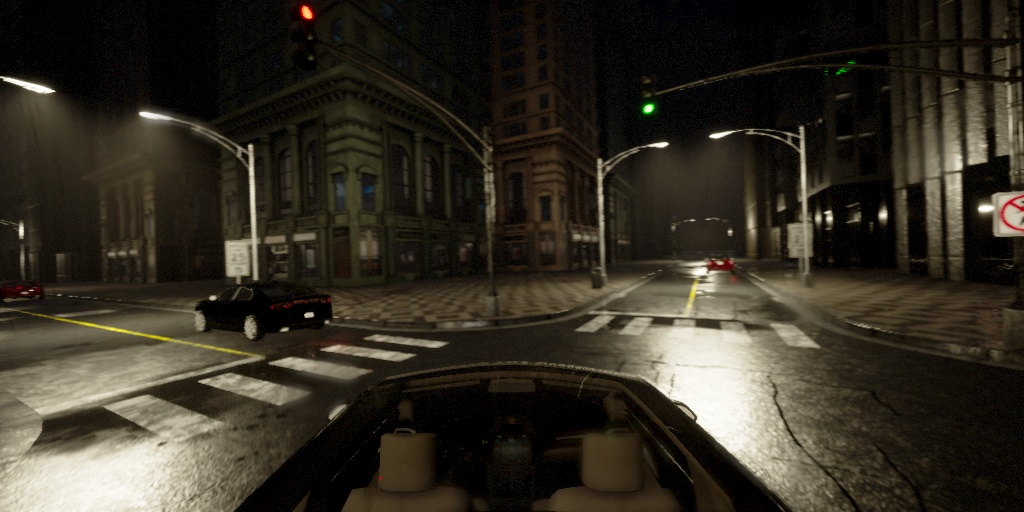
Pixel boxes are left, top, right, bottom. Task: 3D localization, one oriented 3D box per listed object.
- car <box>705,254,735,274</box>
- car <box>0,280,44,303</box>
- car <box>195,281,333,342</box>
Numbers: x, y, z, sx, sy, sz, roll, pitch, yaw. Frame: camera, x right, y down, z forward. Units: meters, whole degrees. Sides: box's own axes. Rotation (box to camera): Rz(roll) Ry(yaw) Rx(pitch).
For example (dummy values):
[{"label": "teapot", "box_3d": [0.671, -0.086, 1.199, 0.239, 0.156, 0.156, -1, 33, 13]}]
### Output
[{"label": "car", "box_3d": [17.918, 0.597, 31.016, 2.097, 1.767, 4.553, -2, 0, 28]}, {"label": "car", "box_3d": [-35.910, 2.470, 26.022, 5.008, 1.535, 1.882, -2, 0, 29]}, {"label": "car", "box_3d": [-7.580, 1.505, 10.826, 5.008, 1.535, 1.882, -2, 0, 30]}]
